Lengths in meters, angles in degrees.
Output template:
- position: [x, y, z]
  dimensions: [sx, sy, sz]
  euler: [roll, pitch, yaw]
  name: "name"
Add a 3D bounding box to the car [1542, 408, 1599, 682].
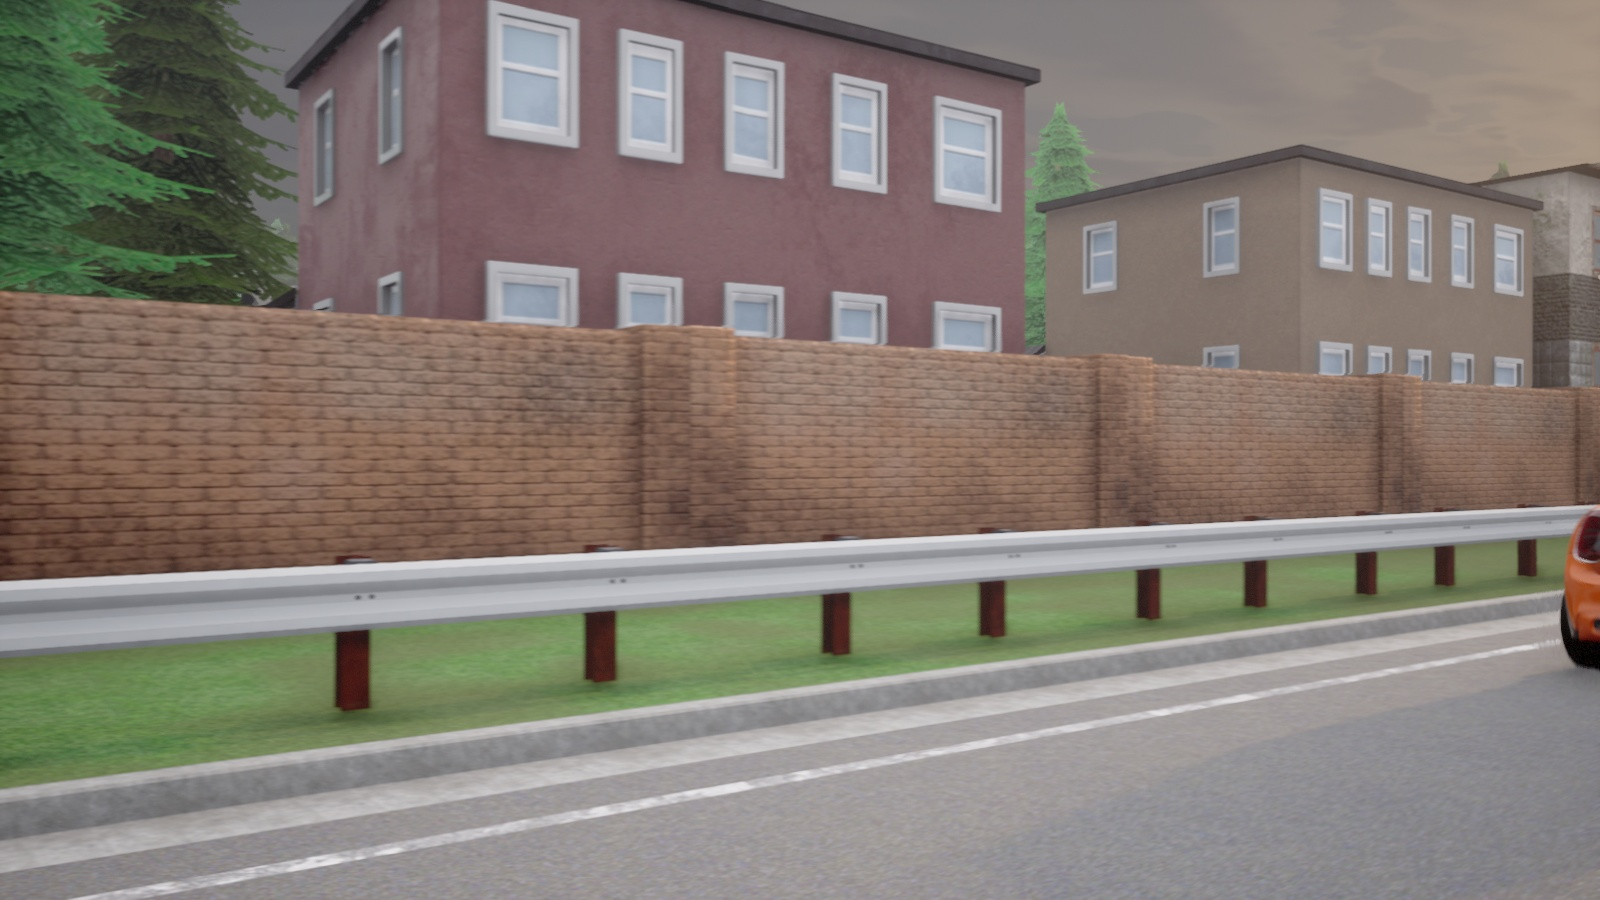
- position: [7.423, 0.609, 8.825]
  dimensions: [4.553, 1.767, 2.097]
  euler: [0, 0, -35]
  name: "car"
